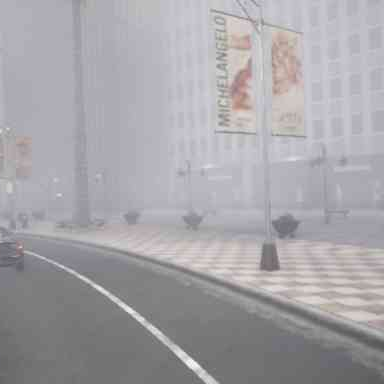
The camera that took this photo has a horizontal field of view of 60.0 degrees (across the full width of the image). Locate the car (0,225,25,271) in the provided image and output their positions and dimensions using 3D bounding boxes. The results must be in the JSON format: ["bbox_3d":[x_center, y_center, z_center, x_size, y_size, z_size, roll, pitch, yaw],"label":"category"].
[{"bbox_3d":[-6.903,1.813,10.969,1.812,1.442,4.674,-2,0,-40],"label":"car"}]
